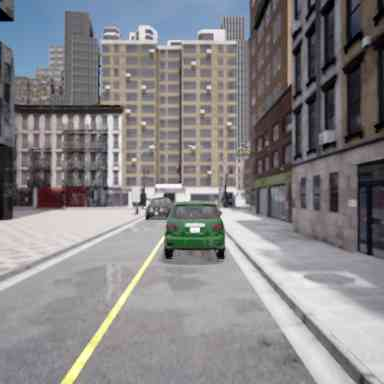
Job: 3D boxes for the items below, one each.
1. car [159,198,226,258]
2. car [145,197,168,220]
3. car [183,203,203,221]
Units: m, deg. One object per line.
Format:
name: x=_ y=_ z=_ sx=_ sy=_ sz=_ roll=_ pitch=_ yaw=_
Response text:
car: x=0.098 y=1.362 z=13.518 sx=2.150 sy=2.045 sz=5.566 roll=0 pitch=-1 yaw=0
car: x=-3.090 y=1.539 z=31.727 sx=2.150 sy=2.045 sz=5.566 roll=0 pitch=-1 yaw=0
car: x=0.097 y=1.822 z=31.832 sx=1.837 sy=1.490 sz=4.892 roll=0 pitch=-1 yaw=0
